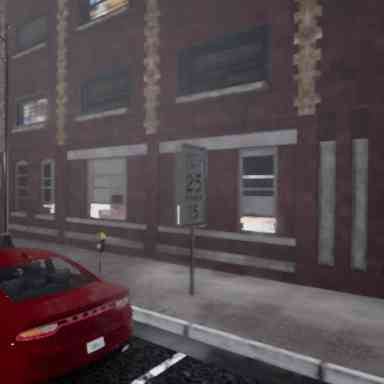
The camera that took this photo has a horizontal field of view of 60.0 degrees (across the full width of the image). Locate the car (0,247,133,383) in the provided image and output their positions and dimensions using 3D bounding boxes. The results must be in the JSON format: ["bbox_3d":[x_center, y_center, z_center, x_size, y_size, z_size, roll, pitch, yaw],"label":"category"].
[{"bbox_3d":[-2.861,1.507,4.909,4.507,1.381,1.887,1,1,36],"label":"car"}]
